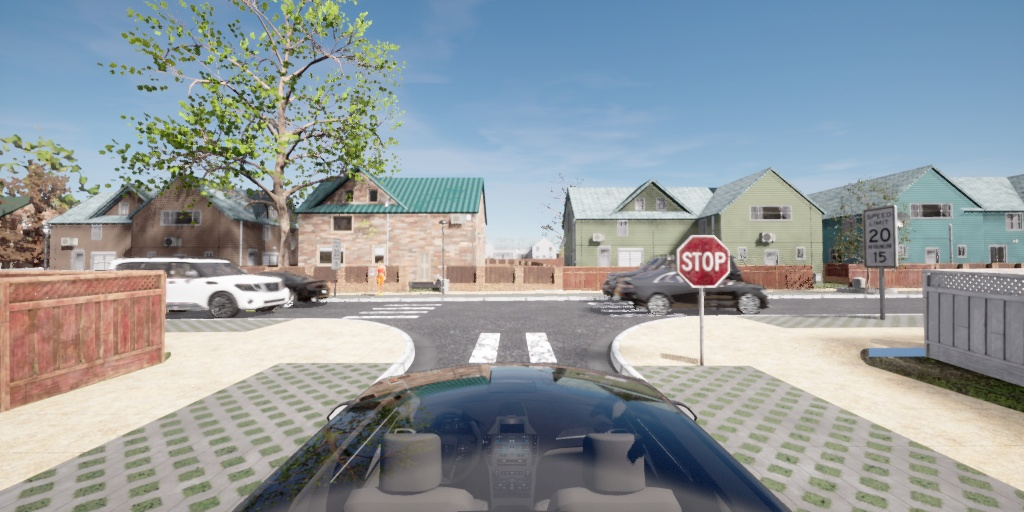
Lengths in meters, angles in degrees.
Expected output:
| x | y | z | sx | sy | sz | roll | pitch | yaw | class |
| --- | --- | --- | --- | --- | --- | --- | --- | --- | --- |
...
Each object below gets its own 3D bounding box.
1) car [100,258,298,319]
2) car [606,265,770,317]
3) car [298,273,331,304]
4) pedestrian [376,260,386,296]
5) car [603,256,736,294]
| x | y | z | sx | sy | sz | roll | pitch | yaw | class |
| --- | --- | --- | --- | --- | --- | --- | --- | --- | --- |
| -11.001 | 1.087 | 12.535 | 5.566 | 2.045 | 2.150 | 0 | -1 | 1 | car |
| 6.072 | 1.196 | 12.329 | 4.902 | 1.511 | 2.128 | -1 | -1 | 1 | car |
| -10.548 | 1.415 | 15.474 | 5.008 | 1.535 | 1.882 | -1 | -1 | 1 | car |
| -6.738 | 1.114 | 18.348 | 0.375 | 1.860 | 0.375 | 0 | -1 | 1 | pedestrian |
| 6.774 | 0.994 | 15.281 | 5.566 | 2.045 | 2.150 | -1 | -1 | 0 | car |
